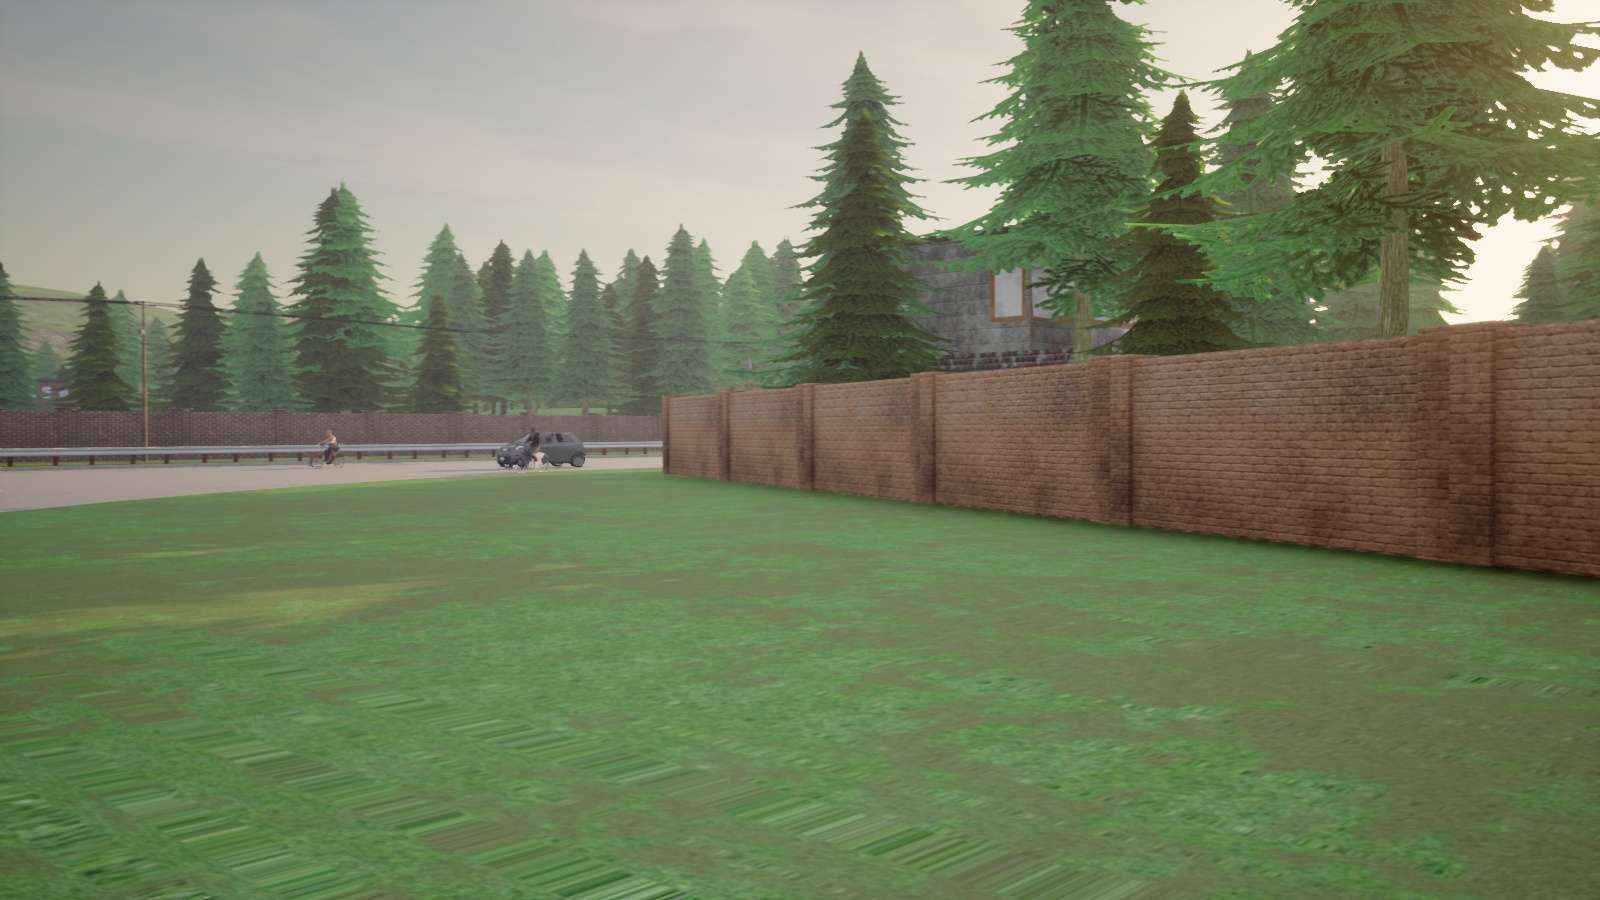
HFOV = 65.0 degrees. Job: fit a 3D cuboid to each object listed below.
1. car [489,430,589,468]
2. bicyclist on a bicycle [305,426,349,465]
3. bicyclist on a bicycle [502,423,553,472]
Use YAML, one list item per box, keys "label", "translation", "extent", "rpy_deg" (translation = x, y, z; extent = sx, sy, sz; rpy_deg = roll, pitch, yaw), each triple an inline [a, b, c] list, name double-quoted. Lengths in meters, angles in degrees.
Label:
- label: "car"
  translation: [-10.725, -0.045, 51.774]
  extent: [1.845, 1.501, 3.633]
  rpy_deg: [1, 1, 44]
- label: "bicyclist on a bicycle"
  translation: [-19.765, -0.183, 52.494]
  extent: [0.866, 1.612, 1.509]
  rpy_deg: [1, 1, 44]
- label: "bicyclist on a bicycle"
  translation: [-10.051, -0.099, 46.413]
  extent: [0.659, 1.776, 1.843]
  rpy_deg: [2, 2, 35]
